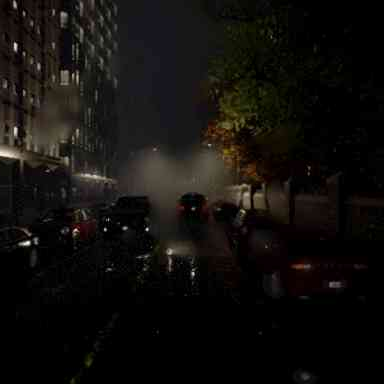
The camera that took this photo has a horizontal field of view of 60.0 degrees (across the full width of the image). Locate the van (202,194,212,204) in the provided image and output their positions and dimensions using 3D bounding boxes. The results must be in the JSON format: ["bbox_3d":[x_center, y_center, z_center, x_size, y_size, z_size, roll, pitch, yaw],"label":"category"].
[{"bbox_3d":[2.574,1.183,58.105,1.690,1.788,3.998,0,0,0],"label":"van"}]

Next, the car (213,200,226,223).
[{"bbox_3d":[2.569,1.502,24.834,1.947,1.339,4.313,0,0,0],"label":"car"}]

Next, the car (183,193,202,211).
[{"bbox_3d":[0.099,1.111,40.160,2.150,2.045,5.566,0,0,0],"label":"car"}]

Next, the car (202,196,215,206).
[{"bbox_3d":[2.573,1.403,52.560,1.887,1.381,4.507,0,0,0],"label":"car"}]

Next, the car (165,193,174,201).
[{"bbox_3d":[-5.304,1.230,74.744,1.967,1.590,4.097,0,0,0],"label":"car"}]

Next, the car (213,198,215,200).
[{"bbox_3d":[2.570,1.466,30.379,1.887,1.381,4.507,0,0,0],"label":"car"}]

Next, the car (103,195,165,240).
[{"bbox_3d":[-2.849,1.179,16.934,2.150,2.045,5.566,0,0,0],"label":"car"}]

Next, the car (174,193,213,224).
[{"bbox_3d":[0.091,1.162,24.047,2.150,2.045,5.566,0,0,0],"label":"car"}]

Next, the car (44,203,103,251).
[{"bbox_3d":[-5.313,1.406,13.749,1.967,1.590,4.097,0,0,0],"label":"car"}]

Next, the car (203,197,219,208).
[{"bbox_3d":[2.572,1.425,47.015,2.008,1.369,4.403,0,0,0],"label":"car"}]

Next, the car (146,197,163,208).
[{"bbox_3d":[-5.308,1.420,47.019,1.887,1.381,4.507,0,0,0],"label":"car"}]

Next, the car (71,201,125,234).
[{"bbox_3d":[-5.312,1.392,19.294,1.967,1.590,4.097,0,0,0],"label":"car"}]

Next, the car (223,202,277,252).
[{"bbox_3d":[2.567,1.406,13.743,1.967,1.590,4.097,0,0,0],"label":"car"}]

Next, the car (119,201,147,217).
[{"bbox_3d":[-5.311,1.504,30.384,1.802,1.307,4.206,0,0,0],"label":"car"}]

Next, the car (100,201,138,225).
[{"bbox_3d":[-5.312,1.463,24.669,1.752,1.417,4.829,0,0,0],"label":"car"}]

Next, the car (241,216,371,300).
[{"bbox_3d":[2.567,1.524,8.198,1.887,1.381,4.507,0,0,0],"label":"car"}]

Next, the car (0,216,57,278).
[{"bbox_3d":[-5.314,1.531,8.205,2.008,1.369,4.403,0,0,0],"label":"car"}]

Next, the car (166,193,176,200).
[{"bbox_3d":[-5.372,1.068,85.830,2.192,1.841,5.009,0,0,0],"label":"car"}]
